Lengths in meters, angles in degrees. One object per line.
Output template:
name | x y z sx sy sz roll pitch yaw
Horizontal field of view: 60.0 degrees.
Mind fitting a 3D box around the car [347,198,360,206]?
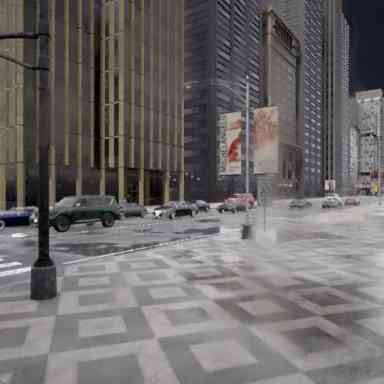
car | 27.967 1.658 57.968 1.994 1.385 4.181 0 0 35

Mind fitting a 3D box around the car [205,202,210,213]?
car | 0.243 1.552 36.260 1.812 1.442 4.674 0 0 36

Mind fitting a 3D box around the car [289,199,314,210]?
car | 14.960 1.609 45.353 2.033 1.411 5.357 0 0 36

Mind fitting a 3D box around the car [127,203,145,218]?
car | -5.672 1.576 27.992 1.994 1.385 4.181 0 0 35

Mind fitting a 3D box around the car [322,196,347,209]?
car | 19.449 1.620 46.033 2.033 1.411 5.357 0 0 34

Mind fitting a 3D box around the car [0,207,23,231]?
car | -10.796 1.602 20.819 1.895 1.301 4.718 0 0 35

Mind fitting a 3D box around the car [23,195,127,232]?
car | -6.994 1.232 20.549 2.150 2.045 5.566 0 0 36

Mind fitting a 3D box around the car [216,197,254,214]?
car | 4.784 1.585 37.017 2.033 1.411 5.357 0 0 35

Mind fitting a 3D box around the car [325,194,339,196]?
car | 25.441 1.308 60.026 2.150 2.045 5.566 0 0 36

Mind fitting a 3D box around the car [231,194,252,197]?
car | 6.378 1.263 44.787 2.150 2.045 5.566 0 0 37

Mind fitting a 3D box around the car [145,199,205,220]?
car | -1.323 1.514 28.487 2.128 1.511 4.902 0 0 36
